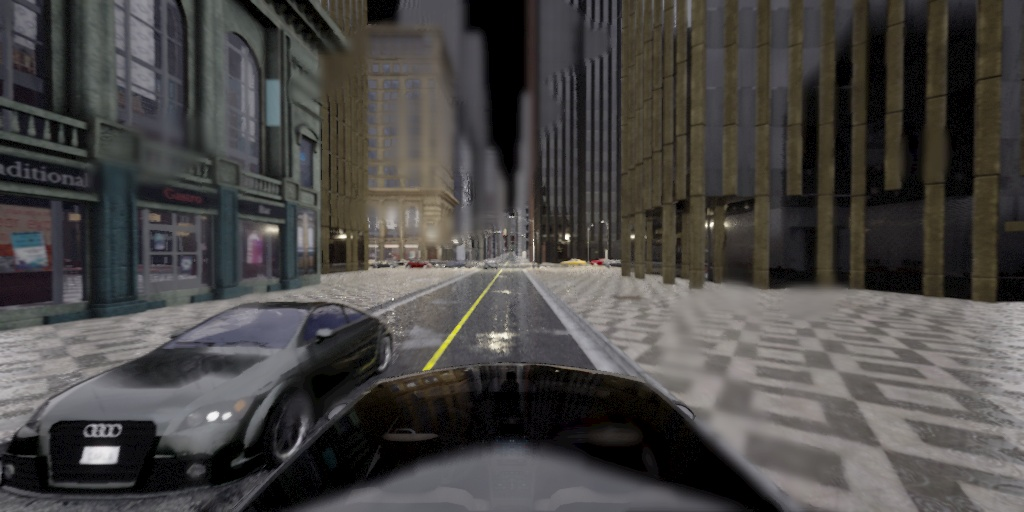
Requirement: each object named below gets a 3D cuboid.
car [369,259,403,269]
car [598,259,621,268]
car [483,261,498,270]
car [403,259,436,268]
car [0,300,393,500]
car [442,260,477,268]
[{"bbox_3d":[-20.999,1.444,59.328,4.403,1.370,2.007,0,0,0],"label":"car"},{"bbox_3d":[17.162,1.330,59.452,4.403,1.370,2.007,0,0,0],"label":"car"},{"bbox_3d":[-2.999,1.343,51.585,1.994,1.385,4.181,0,0,0],"label":"car"},{"bbox_3d":[-15.329,1.313,59.346,4.097,1.591,1.967,0,0,0],"label":"car"},{"bbox_3d":[-3.100,1.313,4.693,1.994,1.385,4.181,0,0,0],"label":"car"},{"bbox_3d":[-8.749,1.360,62.120,5.357,1.411,2.033,0,1,0],"label":"car"}]
